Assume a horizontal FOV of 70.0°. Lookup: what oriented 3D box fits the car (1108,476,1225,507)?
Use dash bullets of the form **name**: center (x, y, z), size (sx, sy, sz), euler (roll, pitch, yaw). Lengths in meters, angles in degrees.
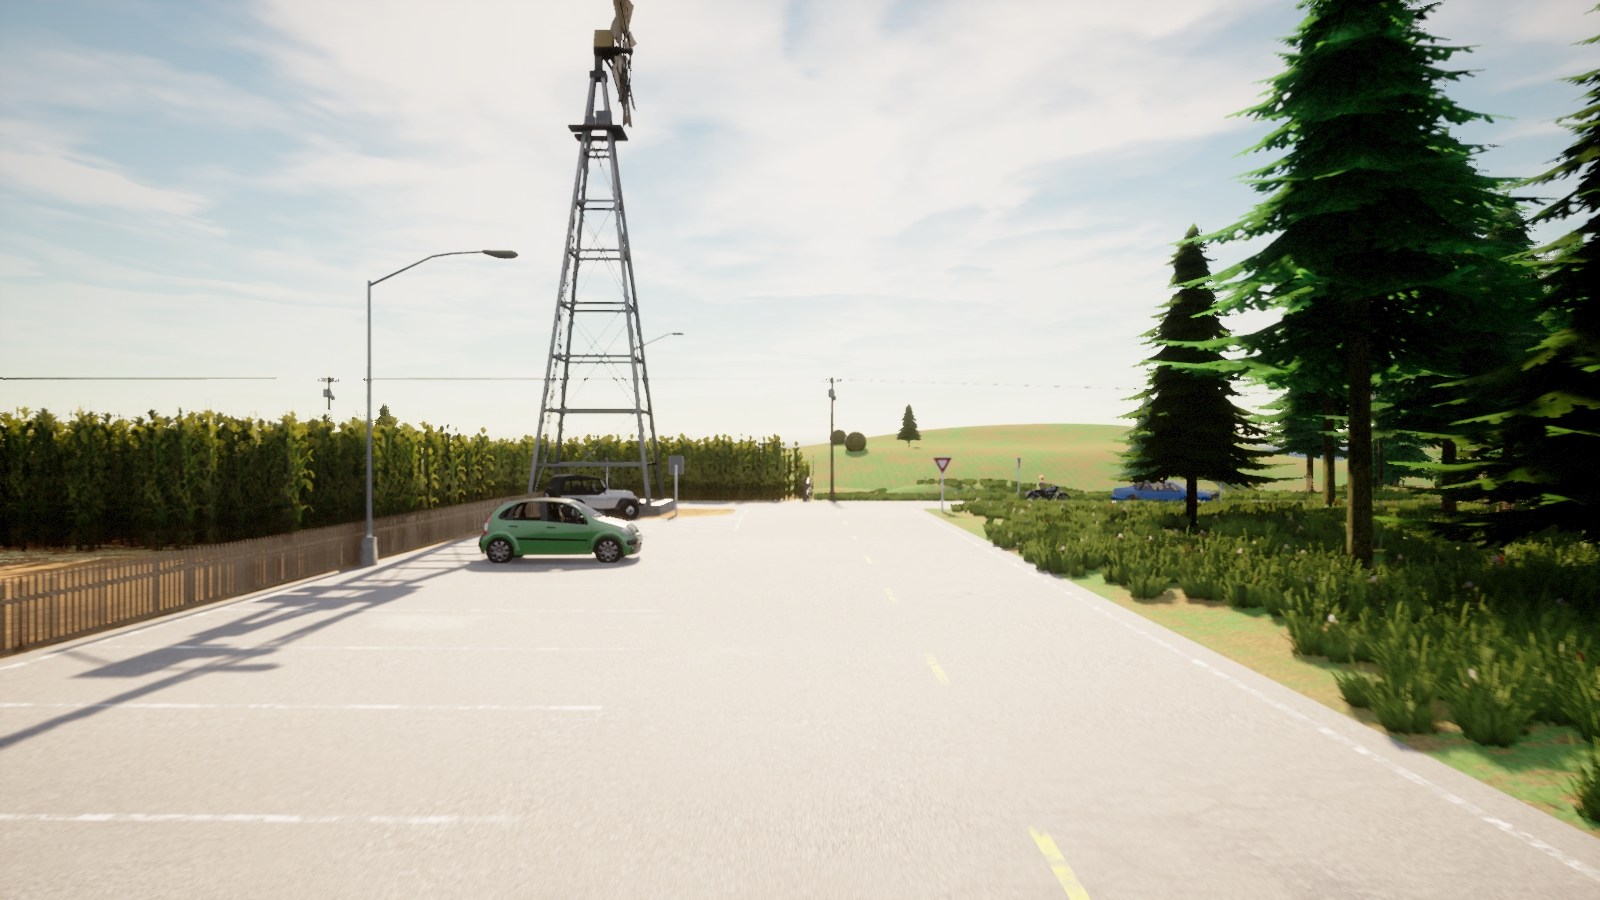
- **car**: center (18.790, 2.106, 58.727), size (5.357, 1.411, 2.033), euler (0, 0, 36)
